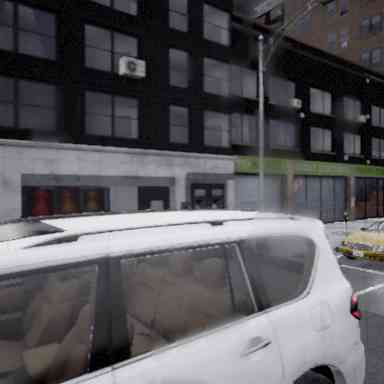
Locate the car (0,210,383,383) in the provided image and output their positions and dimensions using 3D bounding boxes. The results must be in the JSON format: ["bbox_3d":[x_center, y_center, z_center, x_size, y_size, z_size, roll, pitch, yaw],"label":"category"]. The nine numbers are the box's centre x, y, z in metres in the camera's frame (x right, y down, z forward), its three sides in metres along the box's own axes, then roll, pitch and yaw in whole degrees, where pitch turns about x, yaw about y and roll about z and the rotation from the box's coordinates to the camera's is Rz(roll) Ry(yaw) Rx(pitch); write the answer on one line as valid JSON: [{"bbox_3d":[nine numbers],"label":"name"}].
[{"bbox_3d":[-1.022,1.219,2.335,5.566,2.045,2.150,0,0,-35],"label":"car"}]

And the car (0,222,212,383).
[{"bbox_3d":[-1.927,1.432,4.813,4.097,1.590,1.967,0,0,-35],"label":"car"}]
